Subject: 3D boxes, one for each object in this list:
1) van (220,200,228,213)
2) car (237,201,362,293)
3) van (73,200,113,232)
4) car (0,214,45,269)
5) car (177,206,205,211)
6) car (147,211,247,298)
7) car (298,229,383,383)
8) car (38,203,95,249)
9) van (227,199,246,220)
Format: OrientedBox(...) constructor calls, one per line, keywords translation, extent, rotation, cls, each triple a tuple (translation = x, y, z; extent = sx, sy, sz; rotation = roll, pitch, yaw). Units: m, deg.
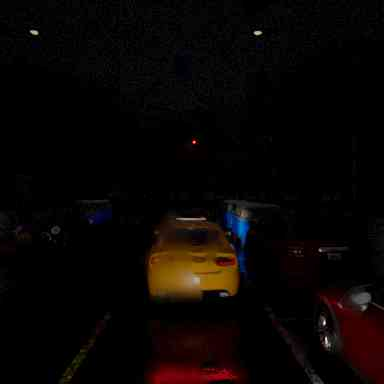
OrientedBox(translation=(2.657, 1.343, 19.638), extent=(1.690, 1.788, 3.998), rotation=(0, 0, 0), cls="van")
OrientedBox(translation=(2.716, 1.315, 8.763), extent=(2.192, 1.841, 5.009), rotation=(0, 0, 0), cls="car")
OrientedBox(translation=(-5.868, 1.343, 19.592), extent=(1.690, 1.788, 3.998), rotation=(0, 0, 0), cls="van")
OrientedBox(translation=(-5.808, 1.526, 8.547), extent=(1.752, 1.417, 4.829), rotation=(0, 0, 0), cls="car")
OrientedBox(translation=(-0.051, 1.493, 18.092), extent=(2.128, 1.511, 4.902), rotation=(0, 0, 0), cls="car")
OrientedBox(translation=(0.038, 1.478, 8.590), extent=(1.882, 1.535, 5.008), rotation=(0, 0, 0), cls="car")
OrientedBox(translation=(2.746, 1.440, 3.325), extent=(1.967, 1.590, 4.097), rotation=(0, 0, 0), cls="car")
OrientedBox(translation=(-5.838, 1.441, 14.154), extent=(1.967, 1.590, 4.097), rotation=(0, 0, 0), cls="car")
OrientedBox(translation=(2.687, 1.342, 14.200), extent=(1.690, 1.788, 3.998), rotation=(0, 0, 0), cls="van")
